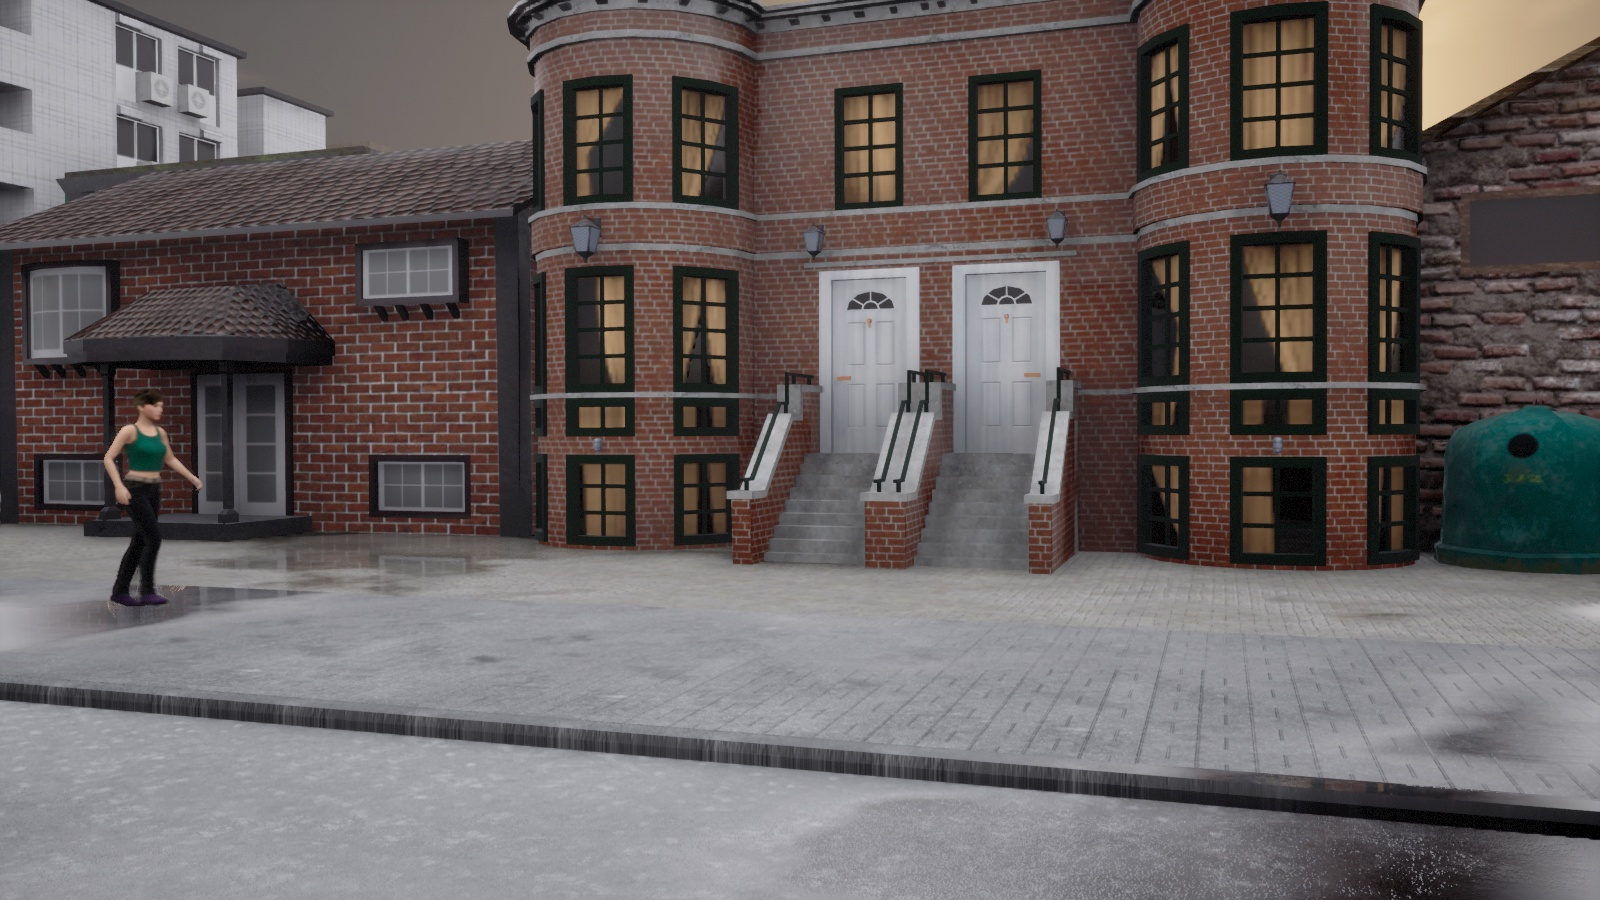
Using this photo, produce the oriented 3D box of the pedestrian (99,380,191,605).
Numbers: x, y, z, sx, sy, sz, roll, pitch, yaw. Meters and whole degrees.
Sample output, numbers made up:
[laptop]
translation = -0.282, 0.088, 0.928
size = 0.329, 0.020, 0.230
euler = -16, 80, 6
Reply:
[pedestrian]
translation = -5.460, 0.344, 10.478
size = 0.594, 1.836, 0.345
euler = 0, 1, 13
